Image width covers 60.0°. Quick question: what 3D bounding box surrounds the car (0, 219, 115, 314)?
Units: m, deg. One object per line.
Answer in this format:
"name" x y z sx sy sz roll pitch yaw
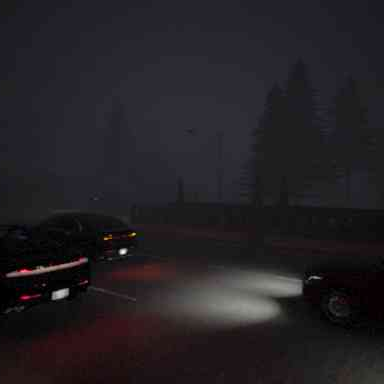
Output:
"car" -4.134 1.435 6.908 4.902 1.511 2.128 1 1 36

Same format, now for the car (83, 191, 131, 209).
"car" -9.344 0.895 37.268 2.150 2.045 5.566 1 1 38

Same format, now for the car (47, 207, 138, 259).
"car" -3.909 1.427 11.142 4.892 1.490 1.837 2 1 38

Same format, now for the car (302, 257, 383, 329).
"car" 4.195 1.523 5.294 4.674 1.442 1.812 0 0 36
